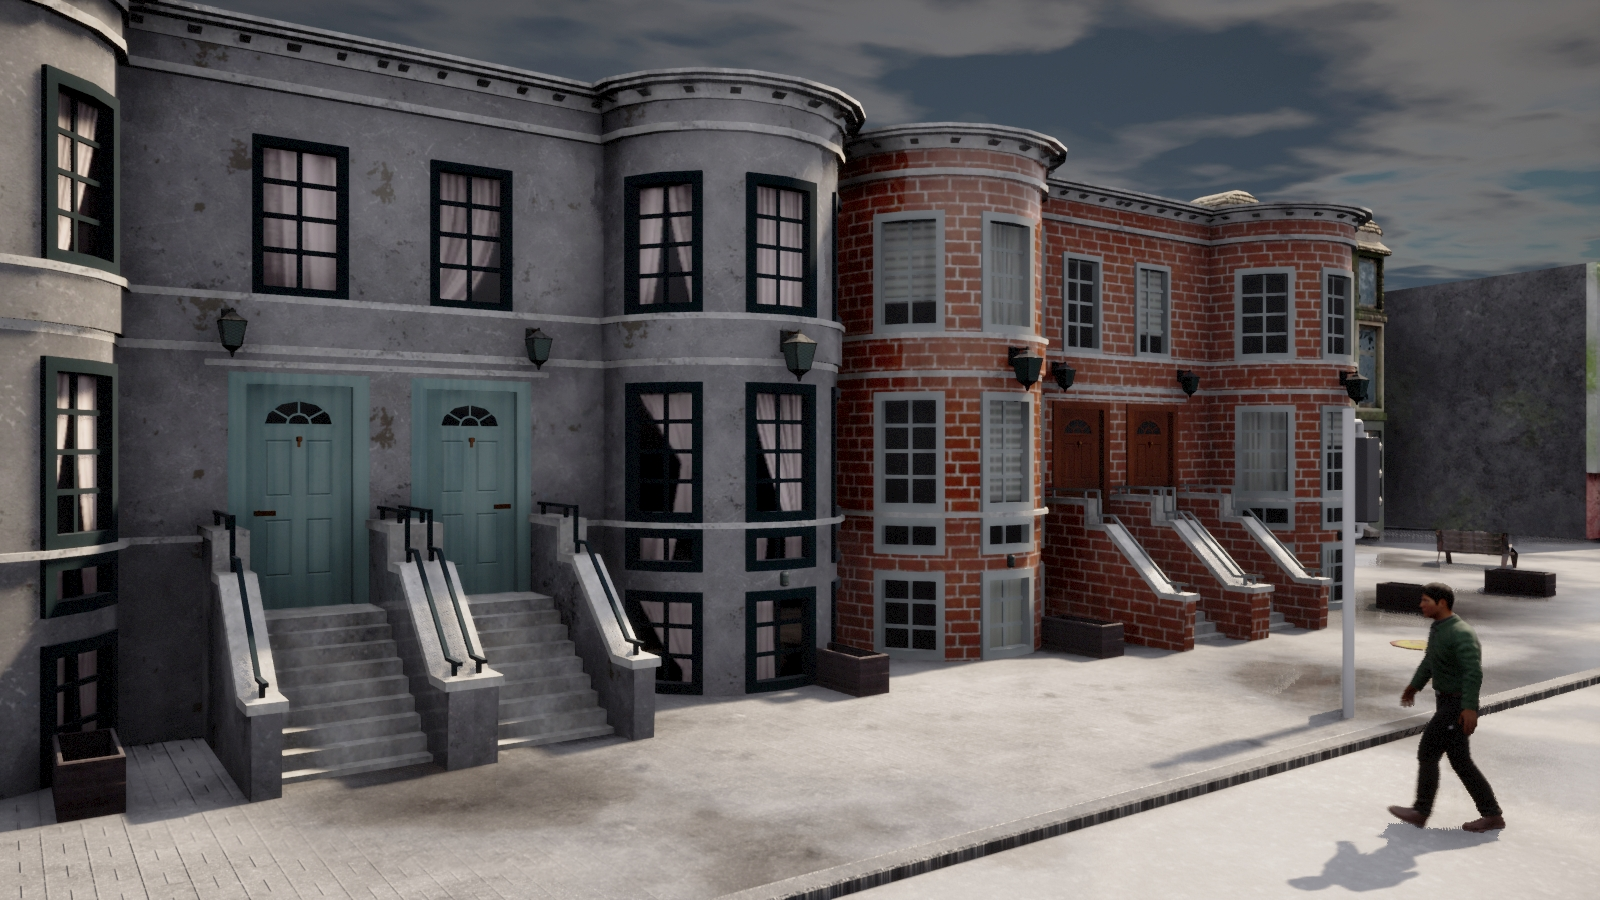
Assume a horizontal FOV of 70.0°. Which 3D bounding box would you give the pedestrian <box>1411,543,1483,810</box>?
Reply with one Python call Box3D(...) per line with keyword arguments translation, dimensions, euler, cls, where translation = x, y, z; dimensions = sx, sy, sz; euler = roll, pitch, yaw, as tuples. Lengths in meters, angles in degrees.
Box3D(translation=(4.714, 1.629, 8.341), dimensions=(0.375, 1.860, 0.375), euler=(0, 0, 15), cls="pedestrian")
